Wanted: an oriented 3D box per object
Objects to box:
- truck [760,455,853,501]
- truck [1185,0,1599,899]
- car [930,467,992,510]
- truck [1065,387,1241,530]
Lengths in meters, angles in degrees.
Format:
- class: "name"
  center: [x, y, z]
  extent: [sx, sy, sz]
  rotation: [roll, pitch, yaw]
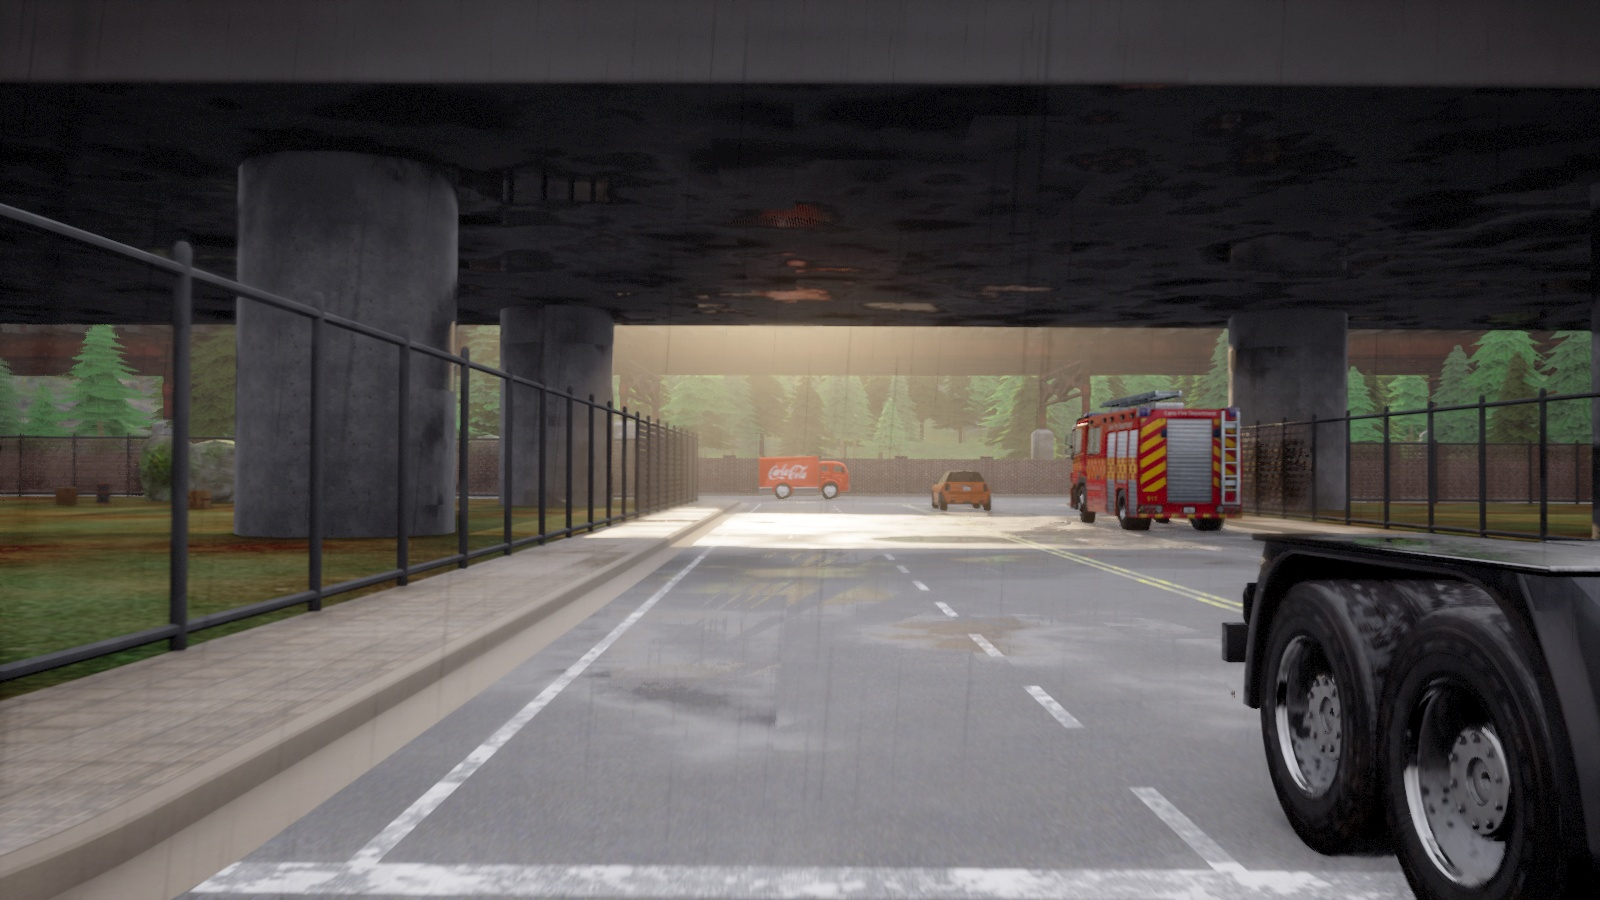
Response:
- class: "truck"
  center: [0.356, 1.607, 72.063]
  extent: [5.204, 2.467, 2.627]
  rotation: [-1, -1, 0]
- class: "truck"
  center: [3.538, -0.123, 2.666]
  extent: [2.891, 3.462, 7.936]
  rotation: [0, -1, -1]
- class: "car"
  center: [6.859, 1.608, 53.961]
  extent: [2.097, 1.767, 4.553]
  rotation: [0, -1, 0]
- class: "truck"
  center: [10.397, 0.299, 38.055]
  extent: [2.891, 3.827, 8.468]
  rotation: [0, -1, 0]
